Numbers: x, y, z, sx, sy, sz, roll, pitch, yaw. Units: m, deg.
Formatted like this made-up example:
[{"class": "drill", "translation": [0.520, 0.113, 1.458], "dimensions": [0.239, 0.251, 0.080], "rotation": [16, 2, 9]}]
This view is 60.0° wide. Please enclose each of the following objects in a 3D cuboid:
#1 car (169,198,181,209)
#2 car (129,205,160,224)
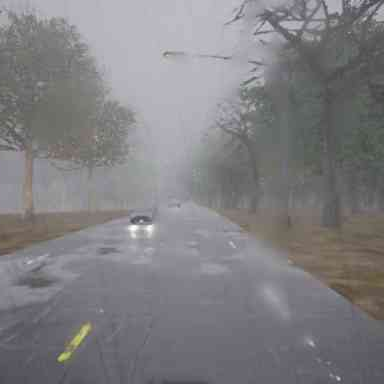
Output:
[{"class": "car", "translation": [-3.481, 2.295, 67.085], "dimensions": [2.150, 2.045, 5.566], "rotation": [0, -1, 0]}, {"class": "car", "translation": [-3.591, 1.705, 26.307], "dimensions": [2.033, 1.411, 5.357], "rotation": [0, -1, 0]}]
